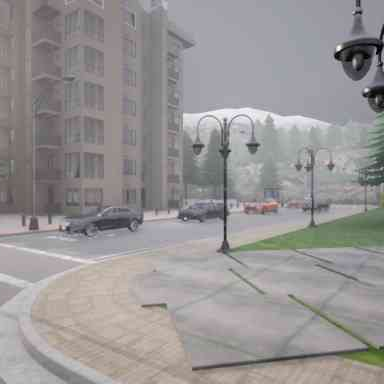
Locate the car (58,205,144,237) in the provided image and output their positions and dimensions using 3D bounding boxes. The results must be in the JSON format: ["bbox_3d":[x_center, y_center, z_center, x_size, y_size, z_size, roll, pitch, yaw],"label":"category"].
[{"bbox_3d":[-4.775,1.475,18.093,2.128,1.511,4.902,0,0,36],"label":"car"}]

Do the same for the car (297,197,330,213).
[{"bbox_3d":[14.115,1.531,37.712,2.033,1.411,5.357,0,0,36],"label":"car"}]

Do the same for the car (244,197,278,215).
[{"bbox_3d":[7.151,1.336,34.398,2.097,1.767,4.553,0,0,37],"label":"car"}]

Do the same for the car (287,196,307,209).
[{"bbox_3d":[14.209,1.335,44.001,2.097,1.767,4.553,0,0,37],"label":"car"}]

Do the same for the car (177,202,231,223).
[{"bbox_3d":[1.070,1.531,26.106,2.033,1.411,5.357,0,0,35],"label":"car"}]
